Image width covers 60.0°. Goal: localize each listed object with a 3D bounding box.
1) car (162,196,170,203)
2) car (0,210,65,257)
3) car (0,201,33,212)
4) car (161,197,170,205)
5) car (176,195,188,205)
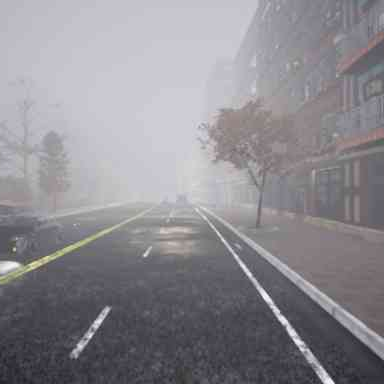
[{"bbox_3d":[-5.902,1.764,76.414,1.812,1.442,4.674,0,0,-4],"label":"car"},{"bbox_3d":[-6.637,1.615,13.097,1.994,1.385,4.181,0,0,0],"label":"car"},{"bbox_3d":[-9.898,1.419,17.472,2.097,1.767,4.553,0,0,-1],"label":"car"},{"bbox_3d":[-5.254,1.894,66.425,1.895,1.301,4.718,0,0,-4],"label":"car"},{"bbox_3d":[-1.991,1.514,66.314,2.150,2.045,5.566,0,0,-4],"label":"car"}]
